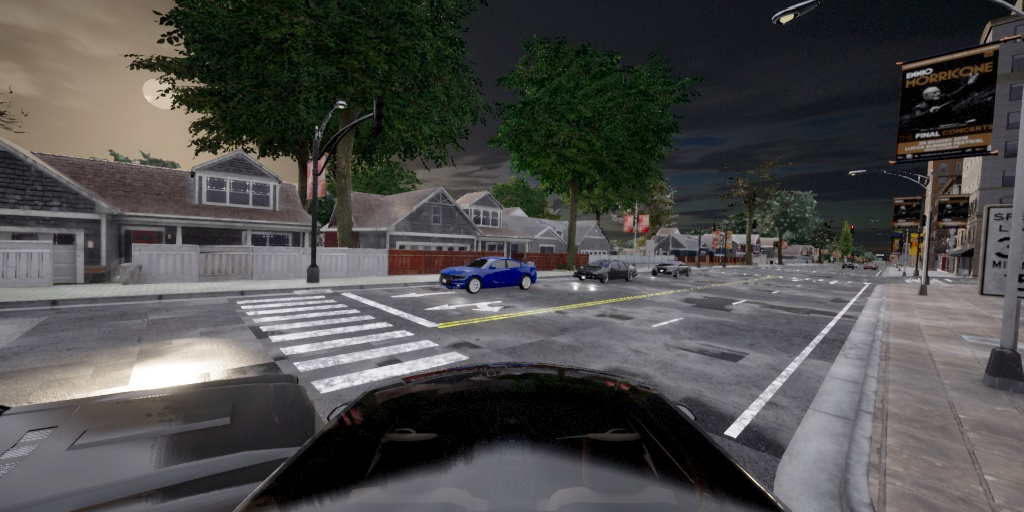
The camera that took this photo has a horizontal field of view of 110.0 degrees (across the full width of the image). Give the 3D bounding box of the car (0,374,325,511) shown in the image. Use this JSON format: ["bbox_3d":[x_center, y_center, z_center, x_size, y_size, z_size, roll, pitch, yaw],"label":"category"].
[{"bbox_3d":[-3.317,1.273,1.402,4.718,1.301,1.895,1,2,-33],"label":"car"}]

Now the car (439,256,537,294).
[{"bbox_3d":[-0.981,0.776,16.567,5.008,1.535,1.882,1,3,-43],"label":"car"}]

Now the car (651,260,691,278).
[{"bbox_3d":[13.506,1.024,30.278,4.181,1.385,1.994,1,2,-44],"label":"car"}]

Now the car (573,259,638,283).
[{"bbox_3d":[6.247,0.925,23.421,5.357,1.411,2.033,1,2,-43],"label":"car"}]
